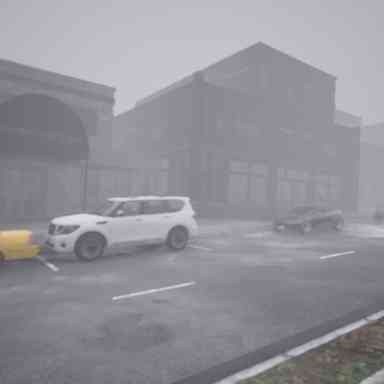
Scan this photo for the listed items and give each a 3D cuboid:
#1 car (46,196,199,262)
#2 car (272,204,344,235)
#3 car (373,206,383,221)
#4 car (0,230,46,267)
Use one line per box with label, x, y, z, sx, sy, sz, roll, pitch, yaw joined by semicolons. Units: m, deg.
car;-2.341;1.172;12.270;5.566;2.045;2.435;0;0;-36
car;6.621;1.464;18.727;4.792;1.488;2.163;0;0;-36
car;15.624;1.446;25.200;4.892;1.521;2.231;0;0;-36
car;-7.058;1.415;8.880;5.366;1.575;1.946;0;0;-36
